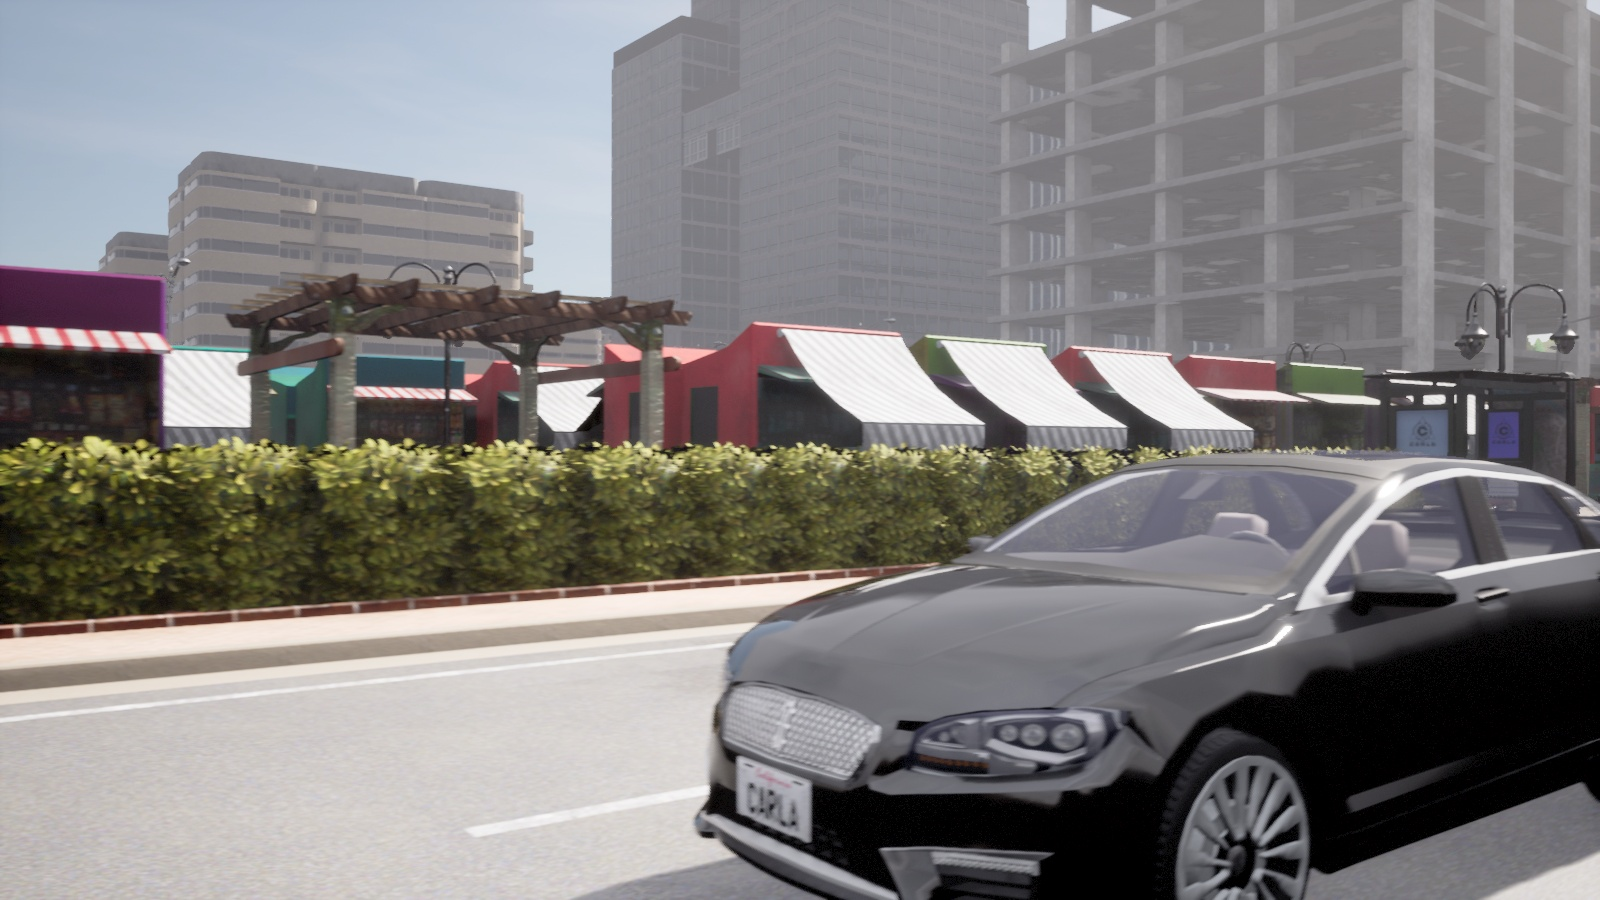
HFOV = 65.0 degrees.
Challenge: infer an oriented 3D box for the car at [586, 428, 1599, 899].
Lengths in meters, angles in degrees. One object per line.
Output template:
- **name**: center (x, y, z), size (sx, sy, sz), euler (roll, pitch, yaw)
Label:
- **car**: center (1.852, 0.710, 5.027), size (4.902, 1.511, 2.128), euler (0, 0, -36)
